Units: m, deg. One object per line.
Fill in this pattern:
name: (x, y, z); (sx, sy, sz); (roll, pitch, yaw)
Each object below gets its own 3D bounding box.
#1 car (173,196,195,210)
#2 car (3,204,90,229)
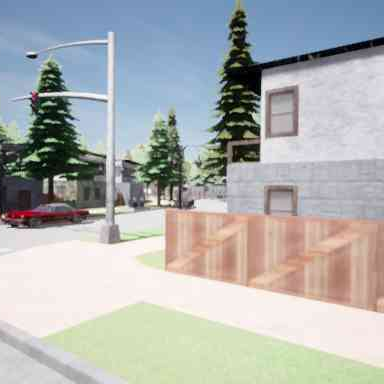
car: (-0.835, 1.217, 38.687); (1.837, 1.490, 4.892); (1, 1, 12)
car: (-8.495, 1.368, 19.737); (1.895, 1.301, 4.718); (1, 0, 30)
